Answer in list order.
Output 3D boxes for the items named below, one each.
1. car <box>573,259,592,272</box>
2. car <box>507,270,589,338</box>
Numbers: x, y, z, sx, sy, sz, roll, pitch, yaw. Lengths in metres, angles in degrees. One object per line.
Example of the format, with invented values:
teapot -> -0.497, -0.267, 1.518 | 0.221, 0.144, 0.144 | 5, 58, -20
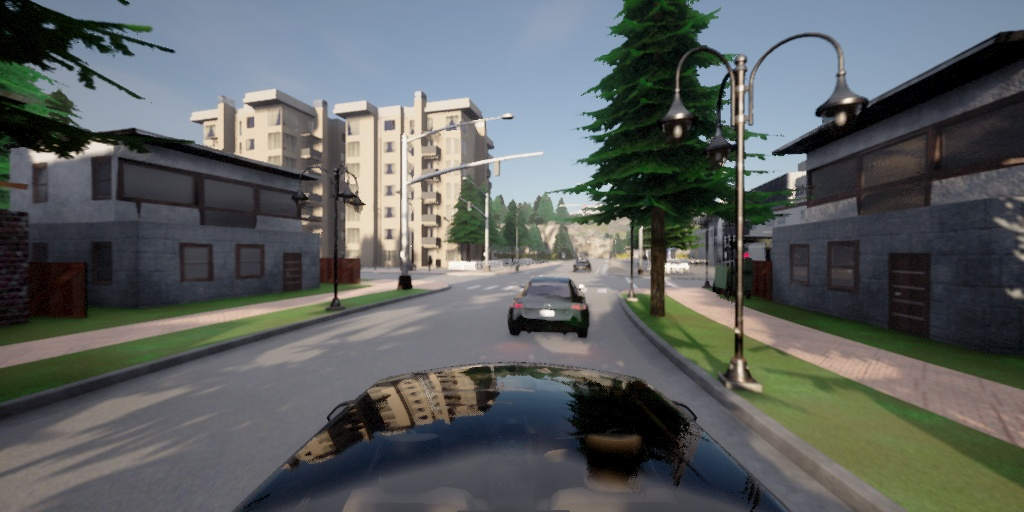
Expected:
car -> 8.144, 1.060, 41.430 | 2.128, 1.511, 4.902 | 0, 0, 15
car -> 1.108, 1.267, 10.157 | 1.994, 1.385, 4.181 | 0, 0, 9
